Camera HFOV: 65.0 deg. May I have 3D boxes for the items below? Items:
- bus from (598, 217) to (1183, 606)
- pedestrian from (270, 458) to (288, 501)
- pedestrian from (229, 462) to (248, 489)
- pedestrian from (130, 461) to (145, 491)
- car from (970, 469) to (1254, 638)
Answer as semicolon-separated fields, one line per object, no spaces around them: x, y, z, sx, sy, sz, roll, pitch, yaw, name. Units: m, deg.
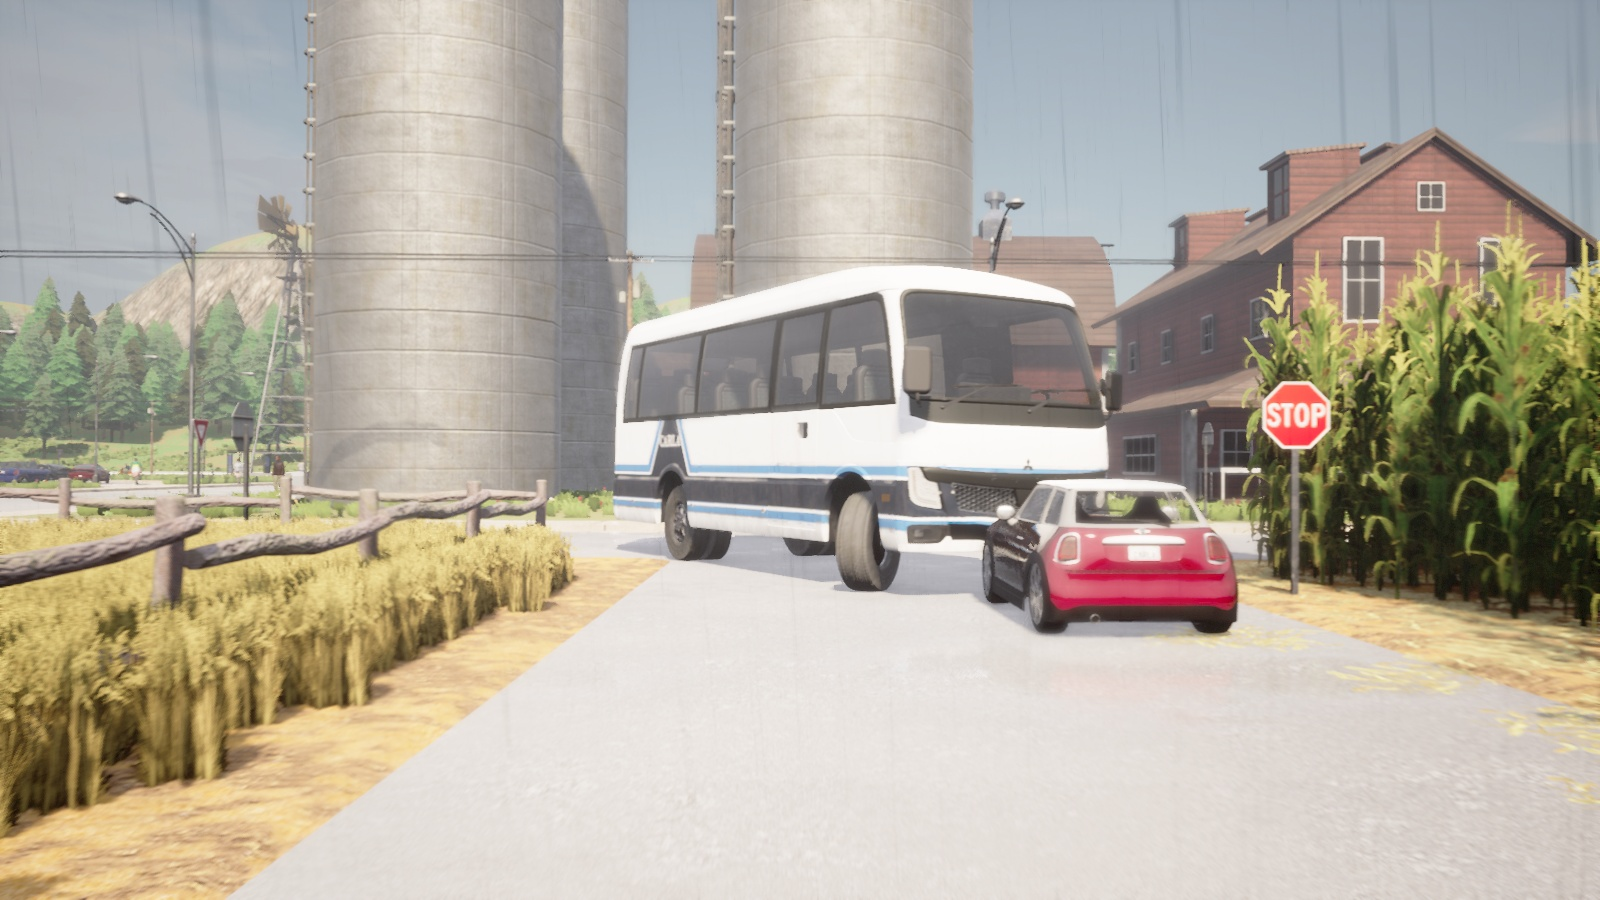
0.558;-0.335;19.169;3.944;4.253;10.273;1;-1;-29;bus
-22.080;1.245;53.248;0.431;1.840;0.703;0;-1;3;pedestrian
-38.550;1.728;86.254;0.874;1.855;0.900;0;-1;0;pedestrian
-43.013;1.692;81.503;0.659;1.952;0.873;0;-1;-15;pedestrian
3.111;0.972;13.364;1.970;1.475;3.806;0;0;-2;car
